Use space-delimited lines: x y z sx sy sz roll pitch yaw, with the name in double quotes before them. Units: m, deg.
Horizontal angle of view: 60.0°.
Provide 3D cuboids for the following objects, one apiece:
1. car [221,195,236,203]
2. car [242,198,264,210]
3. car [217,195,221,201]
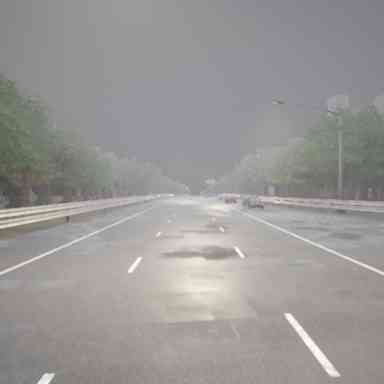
"car" 6.935 1.314 60.798 1.812 1.442 4.674 0 0 1
"car" 7.603 1.414 41.783 2.033 1.411 5.357 0 0 -3
"car" 7.031 1.340 78.471 1.895 1.301 4.718 0 0 0
